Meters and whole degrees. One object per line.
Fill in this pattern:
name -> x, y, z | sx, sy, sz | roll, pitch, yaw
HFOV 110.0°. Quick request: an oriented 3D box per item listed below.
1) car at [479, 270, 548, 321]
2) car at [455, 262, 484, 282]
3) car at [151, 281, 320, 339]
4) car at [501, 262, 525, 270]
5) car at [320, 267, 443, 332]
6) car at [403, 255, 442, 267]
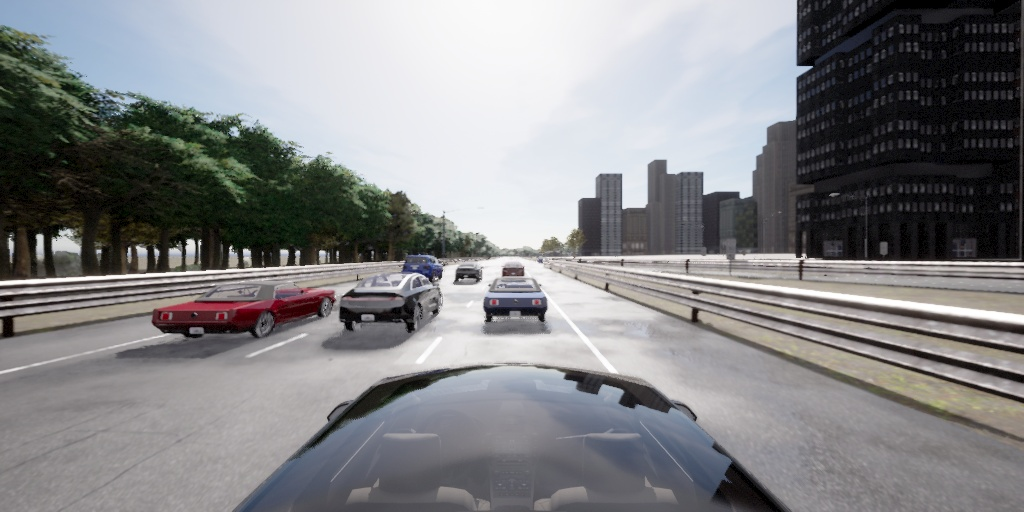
car -> 0.101, 1.350, 12.422 | 1.895, 1.301, 4.718 | 0, 0, 0
car -> -3.395, 1.239, 28.753 | 1.837, 1.490, 4.892 | 0, 0, 0
car -> -6.899, 1.351, 10.075 | 1.895, 1.301, 4.718 | 0, 0, 0
car -> 0.106, 1.210, 30.265 | 1.882, 1.535, 5.008 | 0, 0, 0
car -> -3.399, 1.241, 10.881 | 2.128, 1.511, 4.902 | 0, 0, 0
car -> -6.895, 0.957, 28.127 | 2.150, 2.045, 5.566 | 0, 0, 0
